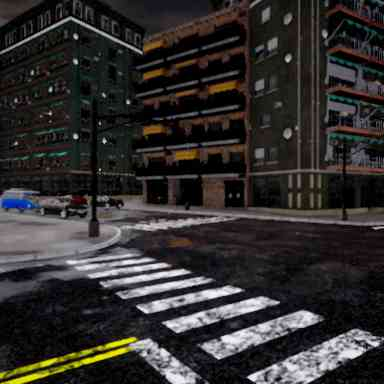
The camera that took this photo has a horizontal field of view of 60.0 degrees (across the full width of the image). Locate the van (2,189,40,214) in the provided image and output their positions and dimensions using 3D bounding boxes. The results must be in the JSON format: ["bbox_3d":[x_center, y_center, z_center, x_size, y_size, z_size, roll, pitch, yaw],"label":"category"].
[{"bbox_3d":[-13.627,0.793,26.746,3.998,1.788,1.690,1,0,36],"label":"van"}]

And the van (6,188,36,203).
[{"bbox_3d":[-22.221,0.464,43.180,3.998,1.788,1.690,1,0,36],"label":"van"}]

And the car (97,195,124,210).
[{"bbox_3d":[-8.736,1.011,33.545,4.403,1.369,2.008,1,0,36],"label":"car"}]

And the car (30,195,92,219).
[{"bbox_3d":[-9.136,1.116,23.534,4.403,1.369,2.008,1,0,36],"label":"car"}]

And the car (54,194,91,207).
[{"bbox_3d":[-13.233,0.930,36.756,4.206,1.307,1.802,1,0,36],"label":"car"}]
